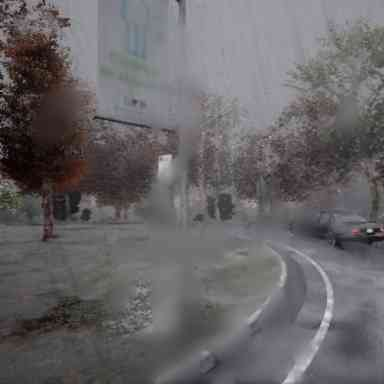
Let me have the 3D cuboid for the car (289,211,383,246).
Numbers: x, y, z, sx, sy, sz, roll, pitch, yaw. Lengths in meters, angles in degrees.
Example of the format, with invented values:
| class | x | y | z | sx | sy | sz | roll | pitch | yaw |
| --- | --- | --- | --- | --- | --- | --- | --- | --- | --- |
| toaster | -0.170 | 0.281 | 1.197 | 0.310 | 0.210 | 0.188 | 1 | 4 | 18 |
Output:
| class | x | y | z | sx | sy | sz | roll | pitch | yaw |
| --- | --- | --- | --- | --- | --- | --- | --- | --- | --- |
| car | 6.488 | 1.593 | 15.432 | 2.033 | 1.411 | 5.357 | 0 | -1 | -10 |
